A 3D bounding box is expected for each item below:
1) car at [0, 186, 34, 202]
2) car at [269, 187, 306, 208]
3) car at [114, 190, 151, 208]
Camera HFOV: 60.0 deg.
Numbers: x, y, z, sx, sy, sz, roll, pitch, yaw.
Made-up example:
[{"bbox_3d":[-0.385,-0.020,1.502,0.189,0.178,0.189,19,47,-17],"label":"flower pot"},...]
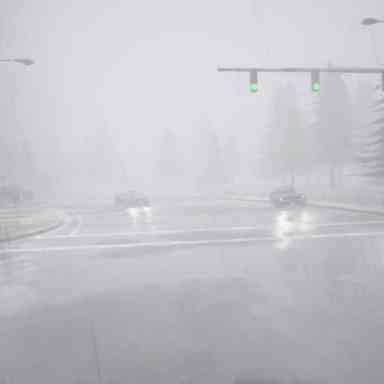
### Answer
[{"bbox_3d":[-23.541,0.180,43.846,5.566,2.045,2.150,-1,2,22],"label":"car"},{"bbox_3d":[6.786,0.313,23.972,1.895,1.301,4.718,-4,3,6],"label":"car"},{"bbox_3d":[-5.096,0.551,27.939,1.994,1.385,4.181,-3,3,-31],"label":"car"}]
